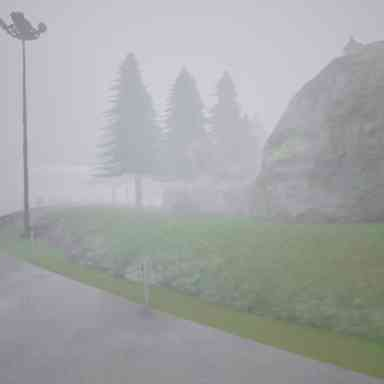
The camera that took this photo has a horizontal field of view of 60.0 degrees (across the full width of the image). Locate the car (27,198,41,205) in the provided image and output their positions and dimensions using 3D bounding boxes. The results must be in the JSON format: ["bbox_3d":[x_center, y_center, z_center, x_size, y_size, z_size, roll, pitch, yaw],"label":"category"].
[{"bbox_3d":[-38.026,2.192,80.281,1.837,1.490,4.892,-1,0,-11],"label":"car"}]

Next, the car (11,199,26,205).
[{"bbox_3d":[-41.456,2.326,79.593,1.994,1.385,4.181,-1,0,-11],"label":"car"}]

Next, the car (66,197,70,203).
[{"bbox_3d":[-31.164,2.055,81.657,2.128,1.511,4.902,-1,0,-11],"label":"car"}]

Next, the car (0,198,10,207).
[{"bbox_3d":[-39.481,2.135,69.723,2.097,1.767,4.553,-1,0,-11],"label":"car"}]

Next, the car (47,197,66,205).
[{"bbox_3d":[-29.116,2.034,71.441,1.837,1.490,4.892,-1,0,-11],"label":"car"}]

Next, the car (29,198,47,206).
[{"bbox_3d":[-32.627,2.171,71.161,1.994,1.385,4.181,-1,0,-11],"label":"car"}]

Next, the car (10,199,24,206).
[{"bbox_3d":[-35.977,2.196,70.064,1.837,1.490,4.892,-1,0,-11],"label":"car"}]

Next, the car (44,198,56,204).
[{"bbox_3d":[-34.595,2.135,80.969,1.812,1.442,4.674,-1,0,-11],"label":"car"}]
